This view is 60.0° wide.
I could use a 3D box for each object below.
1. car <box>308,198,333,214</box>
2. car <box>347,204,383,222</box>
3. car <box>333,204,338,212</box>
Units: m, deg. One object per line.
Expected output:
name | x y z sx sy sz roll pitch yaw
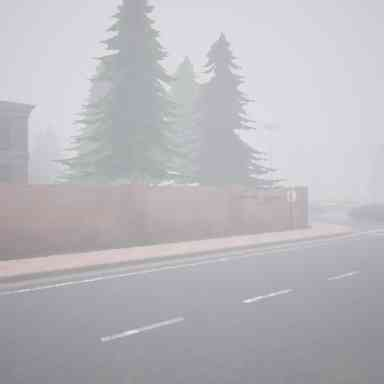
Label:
car | 11.744 1.503 34.828 1.837 1.490 4.892 0 0 -35
car | 13.617 1.547 23.811 2.033 1.411 5.357 0 0 -16
car | 13.970 1.478 37.741 1.882 1.535 5.008 0 0 -35
